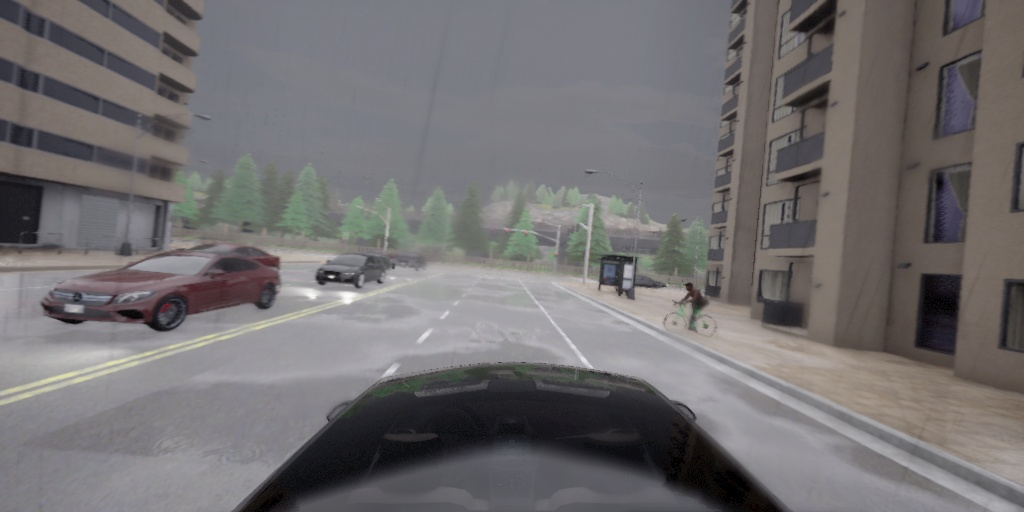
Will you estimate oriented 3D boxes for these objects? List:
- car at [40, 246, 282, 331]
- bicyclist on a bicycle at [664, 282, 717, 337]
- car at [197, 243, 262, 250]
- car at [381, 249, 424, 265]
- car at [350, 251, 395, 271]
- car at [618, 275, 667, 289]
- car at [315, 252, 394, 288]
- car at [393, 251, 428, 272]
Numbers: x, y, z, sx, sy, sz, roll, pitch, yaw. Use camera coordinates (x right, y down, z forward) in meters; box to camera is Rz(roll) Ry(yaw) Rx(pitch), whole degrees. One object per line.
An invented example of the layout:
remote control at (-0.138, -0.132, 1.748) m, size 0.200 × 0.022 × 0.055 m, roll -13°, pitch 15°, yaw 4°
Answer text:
car at (-7.252, 0.610, 8.215) m, size 1.812 × 1.442 × 4.674 m, roll 6°, pitch 0°, yaw -2°
bicyclist on a bicycle at (5.468, 1.634, 10.897) m, size 1.656 × 1.620 × 0.582 m, roll 5°, pitch 0°, yaw -2°
car at (-10.916, 0.241, 13.524) m, size 1.882 × 1.535 × 5.008 m, roll 6°, pitch 0°, yaw -2°
car at (-14.155, 0.084, 46.277) m, size 5.008 × 1.535 × 1.882 m, roll 5°, pitch -1°, yaw 20°
car at (-11.354, 0.402, 29.529) m, size 1.994 × 1.385 × 4.181 m, roll 6°, pitch 0°, yaw -2°
car at (14.716, 2.918, 40.876) m, size 5.357 × 1.411 × 2.033 m, roll 6°, pitch 0°, yaw 1°
car at (-7.552, 0.619, 17.314) m, size 1.837 × 1.490 × 4.892 m, roll 6°, pitch 0°, yaw -2°
car at (-7.766, 0.365, 27.481) m, size 1.994 × 1.385 × 4.181 m, roll 6°, pitch 0°, yaw -2°
